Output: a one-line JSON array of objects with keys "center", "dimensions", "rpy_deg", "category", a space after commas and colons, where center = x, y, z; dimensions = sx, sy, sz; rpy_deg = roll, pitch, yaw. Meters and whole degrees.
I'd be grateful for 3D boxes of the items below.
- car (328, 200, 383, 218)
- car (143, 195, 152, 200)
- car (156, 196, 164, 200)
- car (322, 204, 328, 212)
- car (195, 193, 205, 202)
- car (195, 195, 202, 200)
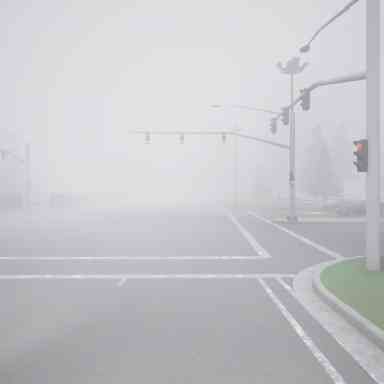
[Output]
[{"center": [15.047, 1.500, 29.180], "dimensions": [4.902, 1.511, 2.128], "rpy_deg": [0, 0, -1], "category": "car"}, {"center": [-12.194, 1.505, 91.633], "dimensions": [1.882, 1.535, 5.008], "rpy_deg": [0, 0, 0], "category": "car"}, {"center": [-8.694, 1.622, 91.670], "dimensions": [1.895, 1.301, 4.718], "rpy_deg": [0, 0, 0], "category": "car"}, {"center": [16.426, 1.575, 36.198], "dimensions": [4.181, 1.385, 1.994], "rpy_deg": [0, 0, -1], "category": "car"}, {"center": [1.753, 1.546, 73.435], "dimensions": [1.812, 1.442, 4.674], "rpy_deg": [0, 0, 0], "category": "car"}, {"center": [1.809, 1.622, 92.245], "dimensions": [1.895, 1.301, 4.718], "rpy_deg": [0, 0, 0], "category": "car"}]
